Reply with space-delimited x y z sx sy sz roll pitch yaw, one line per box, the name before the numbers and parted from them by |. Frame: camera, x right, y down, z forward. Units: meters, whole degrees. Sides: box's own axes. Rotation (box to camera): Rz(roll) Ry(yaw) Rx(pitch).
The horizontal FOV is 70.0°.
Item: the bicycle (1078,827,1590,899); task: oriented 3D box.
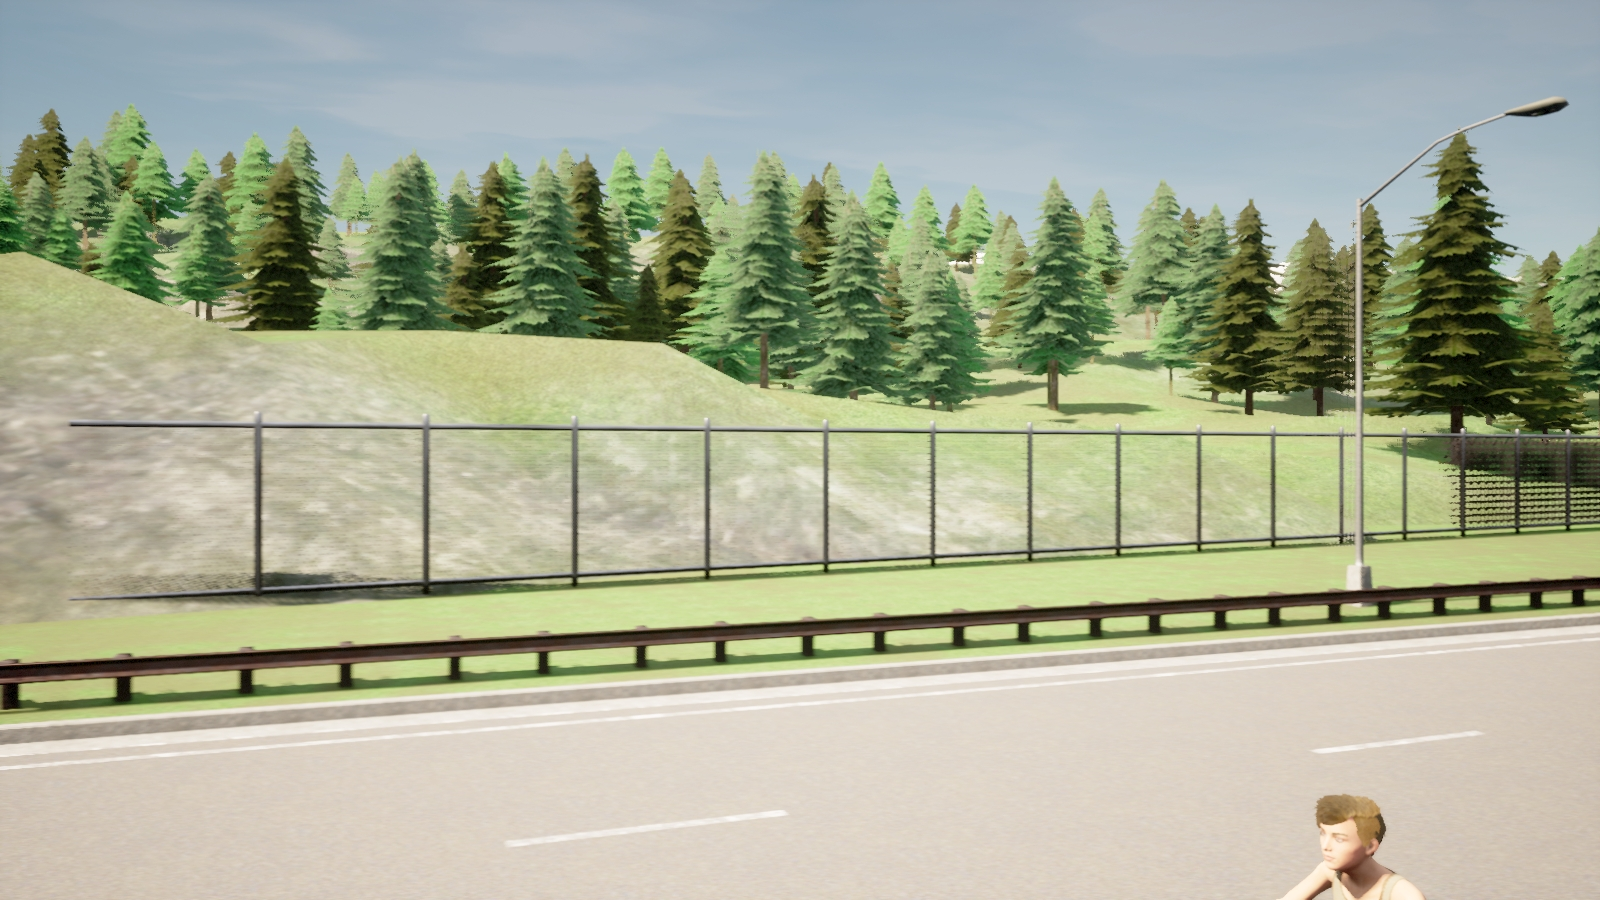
bicycle | 1.845 2.158 3.954 1.487 1.277 0.859 0 0 -20
